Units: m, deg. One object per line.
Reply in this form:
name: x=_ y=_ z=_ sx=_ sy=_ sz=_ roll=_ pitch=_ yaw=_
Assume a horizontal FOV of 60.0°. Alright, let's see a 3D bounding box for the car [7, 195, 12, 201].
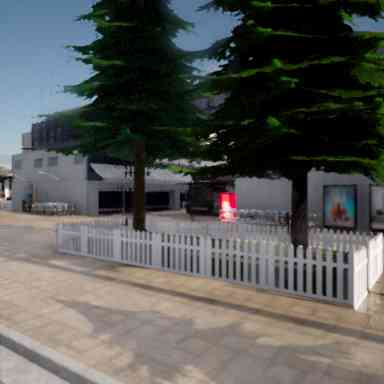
car: x=-41.305 y=1.406 z=77.598 sx=4.514 sy=1.523 sz=2.007 roll=0 pitch=0 yaw=36
